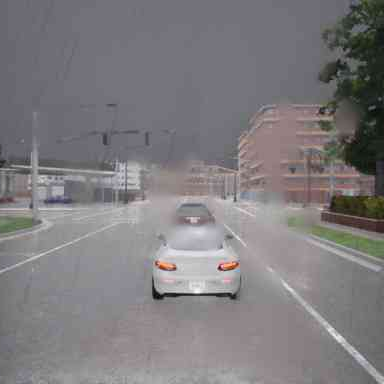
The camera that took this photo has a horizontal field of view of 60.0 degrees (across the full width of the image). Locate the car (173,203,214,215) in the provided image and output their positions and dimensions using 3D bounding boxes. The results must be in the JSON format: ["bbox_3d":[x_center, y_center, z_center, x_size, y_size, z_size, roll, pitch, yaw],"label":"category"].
[{"bbox_3d":[0.079,1.352,17.299,2.097,1.767,4.553,0,0,0],"label":"car"}]

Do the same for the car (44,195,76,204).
[{"bbox_3d":[-23.388,1.295,58.028,4.611,1.667,2.242,0,0,1],"label":"car"}]

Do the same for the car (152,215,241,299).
[{"bbox_3d":[0.094,1.526,8.306,1.812,1.442,4.674,0,0,0],"label":"car"}]
